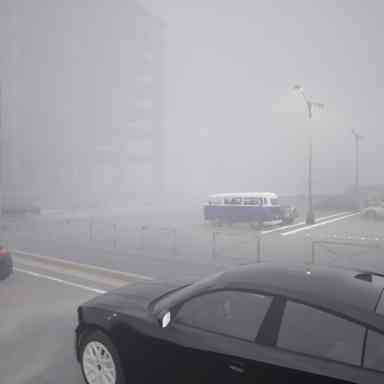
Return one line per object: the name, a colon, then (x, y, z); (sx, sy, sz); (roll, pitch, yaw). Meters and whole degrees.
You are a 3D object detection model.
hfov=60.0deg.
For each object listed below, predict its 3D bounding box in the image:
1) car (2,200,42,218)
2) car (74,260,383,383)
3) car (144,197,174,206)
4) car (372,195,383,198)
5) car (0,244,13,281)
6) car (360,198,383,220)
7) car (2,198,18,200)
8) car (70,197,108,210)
car: (-14.685, 1.545, 26.718); (1.895, 1.301, 4.718); (0, 0, 35)
car: (0.836, 1.478, 3.399); (5.008, 1.535, 1.882); (0, 0, 36)
car: (-5.115, 1.491, 52.747); (2.033, 1.411, 5.357); (0, 0, 36)
car: (17.926, 1.153, 29.302); (4.605, 1.855, 1.932); (0, 0, 36)
car: (-6.485, 1.564, 8.610); (4.181, 1.385, 1.994); (0, 0, 36)
car: (14.701, 1.395, 24.750); (3.806, 1.475, 1.970); (0, 0, 36)
car: (-18.776, 1.422, 33.579); (1.882, 1.535, 5.008); (0, 0, 36)
car: (-12.933, 1.422, 41.780); (1.882, 1.535, 5.008); (0, 0, 35)
